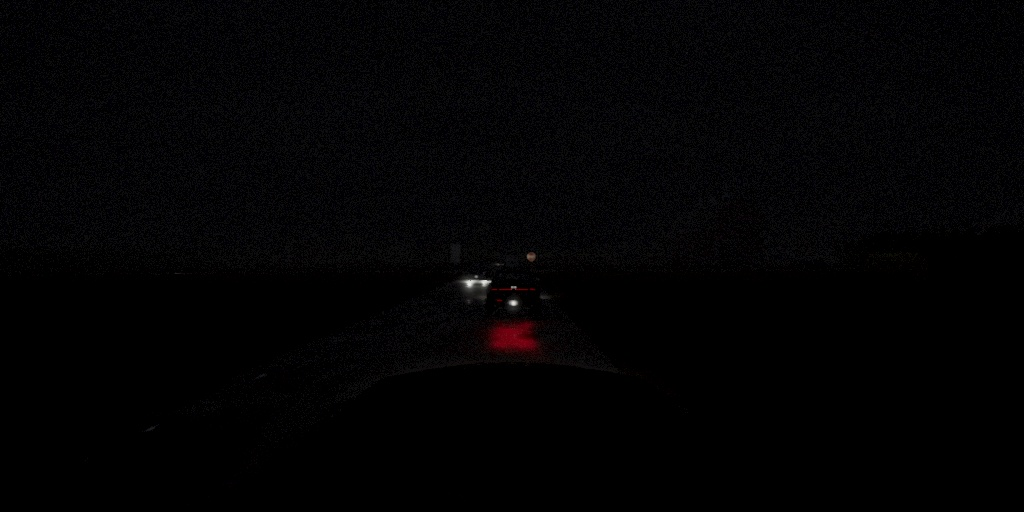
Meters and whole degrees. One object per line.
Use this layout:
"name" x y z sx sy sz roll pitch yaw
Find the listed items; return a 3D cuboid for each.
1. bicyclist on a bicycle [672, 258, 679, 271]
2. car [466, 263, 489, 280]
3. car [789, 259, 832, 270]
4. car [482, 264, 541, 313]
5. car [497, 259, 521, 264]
"bicyclist on a bicycle" 19.946 1.067 43.887 0.582 1.620 1.656 0 0 0
"car" -2.800 1.275 31.155 2.033 1.411 5.357 0 0 1
"car" 39.198 1.121 47.117 4.902 1.511 2.128 0 -1 0
"car" 0.068 1.243 13.847 1.837 1.490 4.892 0 0 0
"car" 0.059 1.221 27.827 2.128 1.511 4.902 0 0 1
